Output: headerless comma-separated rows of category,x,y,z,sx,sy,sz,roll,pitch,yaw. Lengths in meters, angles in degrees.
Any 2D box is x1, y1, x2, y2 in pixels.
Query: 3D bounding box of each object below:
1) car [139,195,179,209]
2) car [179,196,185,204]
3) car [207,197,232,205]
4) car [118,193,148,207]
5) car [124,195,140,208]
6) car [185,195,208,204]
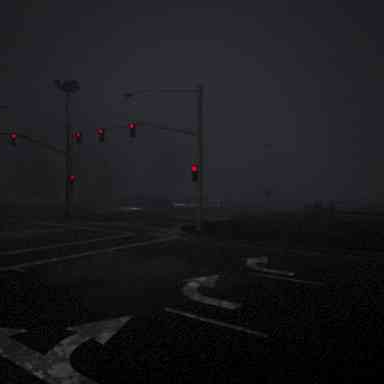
car,-4.505,1.491,46.286,2.128,1.511,4.902,0,0,35
car,-1.106,1.524,63.323,1.812,1.442,4.674,0,0,35
car,5.271,1.600,60.245,1.895,1.301,4.718,0,0,35
car,-9.009,1.222,52.038,2.150,2.045,5.566,0,0,35
car,-6.901,1.546,48.971,2.033,1.411,5.357,0,0,35
car,1.386,1.350,60.799,2.097,1.767,4.553,0,0,35
